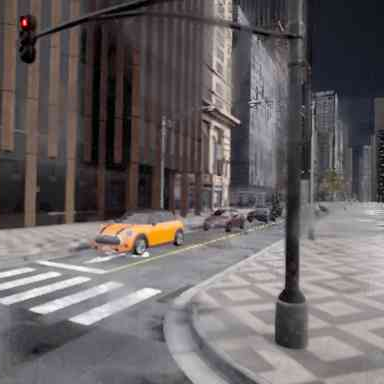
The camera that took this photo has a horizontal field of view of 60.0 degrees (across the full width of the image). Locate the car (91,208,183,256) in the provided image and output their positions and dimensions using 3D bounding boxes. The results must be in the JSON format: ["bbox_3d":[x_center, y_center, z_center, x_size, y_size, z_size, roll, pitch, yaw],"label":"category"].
[{"bbox_3d":[-2.214,1.594,14.526,2.097,1.767,4.553,1,-1,27],"label":"car"}]

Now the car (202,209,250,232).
[{"bbox_3d":[2.384,1.960,23.681,1.812,1.442,4.674,1,-1,27],"label":"car"}]

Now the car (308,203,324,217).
[{"bbox_3d":[15.091,2.383,41.967,1.837,1.490,4.892,1,-1,27],"label":"car"}]

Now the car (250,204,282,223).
[{"bbox_3d":[7.032,2.176,32.979,2.033,1.411,5.357,1,-1,26],"label":"car"}]

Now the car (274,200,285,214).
[{"bbox_3d":[11.840,2.049,42.486,2.150,2.045,5.566,1,-1,26],"label":"car"}]

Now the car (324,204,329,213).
[{"bbox_3d":[20.907,2.624,53.634,1.837,1.490,4.892,1,-1,27],"label":"car"}]
